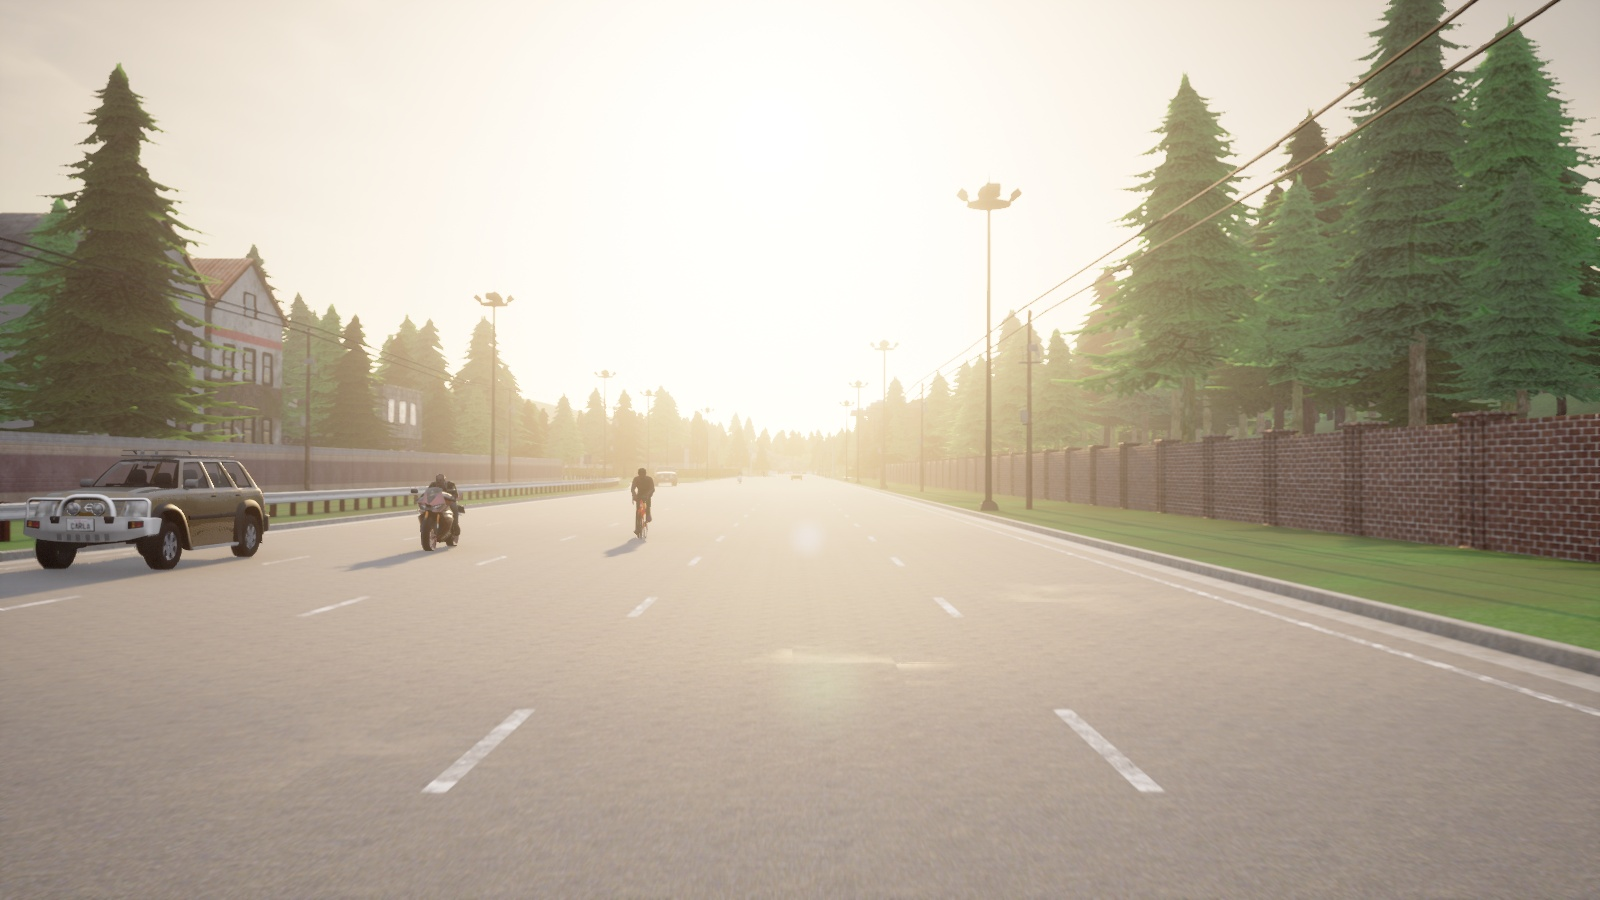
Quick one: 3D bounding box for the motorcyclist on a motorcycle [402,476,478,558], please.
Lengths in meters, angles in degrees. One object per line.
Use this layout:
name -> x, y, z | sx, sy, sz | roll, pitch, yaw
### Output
motorcyclist on a motorcycle -> -7.060, 1.292, 24.740 | 0.866, 1.530, 2.191 | 0, -1, 0

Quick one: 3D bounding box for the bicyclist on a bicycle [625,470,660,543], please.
bicyclist on a bicycle -> -3.569, 1.260, 28.591 | 0.582, 1.620, 1.656 | 0, -1, 0

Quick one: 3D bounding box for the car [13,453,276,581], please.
car -> -10.551, 1.020, 20.679 | 1.932, 1.855, 4.605 | 0, -1, 0
